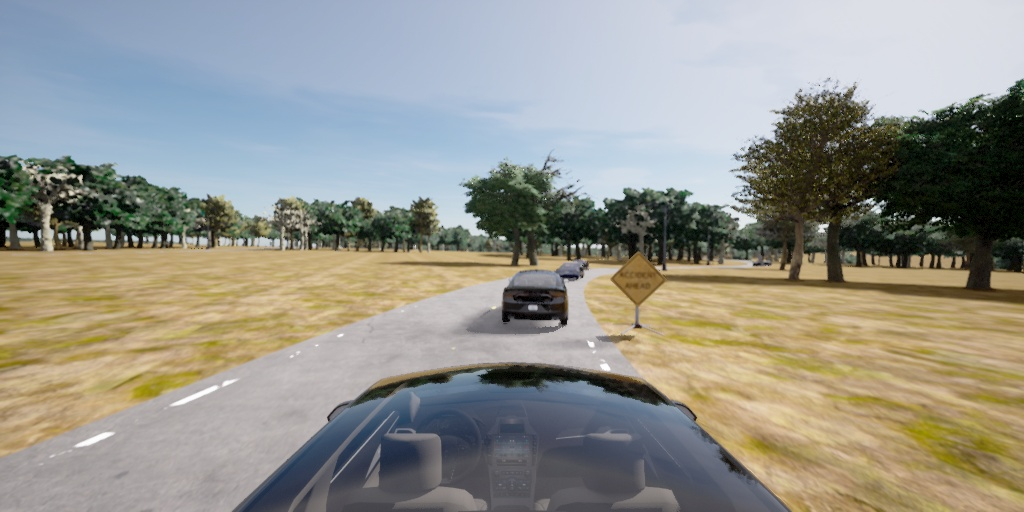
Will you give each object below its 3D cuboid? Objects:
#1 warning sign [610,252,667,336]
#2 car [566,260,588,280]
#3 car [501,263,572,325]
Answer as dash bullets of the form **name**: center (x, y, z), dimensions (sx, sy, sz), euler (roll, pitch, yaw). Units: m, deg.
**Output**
- **warning sign**: center (2.964, 0.831, 8.527), dimensions (1.300, 1.860, 1.060), euler (0, 0, 5)
- **car**: center (5.025, 1.270, 30.616), dimensions (1.994, 1.385, 4.181), euler (0, 0, 18)
- **car**: center (0.840, 1.174, 11.782), dimensions (1.882, 1.535, 5.008), euler (0, 0, 7)
